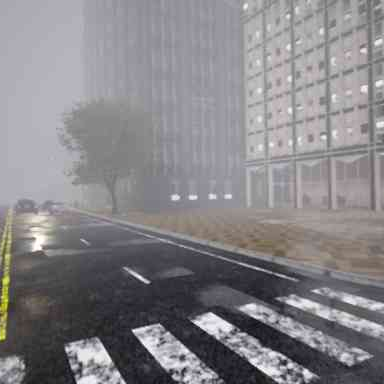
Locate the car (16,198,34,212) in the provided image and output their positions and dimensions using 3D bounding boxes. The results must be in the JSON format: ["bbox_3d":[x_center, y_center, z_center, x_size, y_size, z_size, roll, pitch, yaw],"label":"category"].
[{"bbox_3d":[-23.085,1.755,45.895,2.097,1.767,4.553,-1,0,-28],"label":"car"}]

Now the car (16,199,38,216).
[{"bbox_3d":[-18.689,1.680,37.732,2.097,1.767,4.553,-1,0,-28],"label":"car"}]

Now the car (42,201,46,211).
[{"bbox_3d":[-20.169,1.880,47.335,1.812,1.442,4.674,-1,0,-28],"label":"car"}]

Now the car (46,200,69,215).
[{"bbox_3d":[-15.420,1.797,38.471,1.812,1.442,4.674,-1,0,-28],"label":"car"}]
